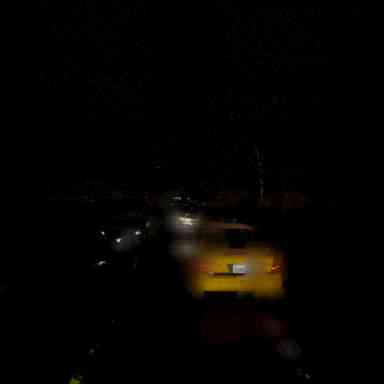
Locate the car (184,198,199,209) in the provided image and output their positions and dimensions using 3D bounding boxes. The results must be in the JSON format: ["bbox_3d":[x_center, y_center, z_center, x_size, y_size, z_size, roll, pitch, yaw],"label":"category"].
[{"bbox_3d":[-0.073,1.554,46.331,1.994,1.385,4.181,0,0,1],"label":"car"}]

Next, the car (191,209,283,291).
[{"bbox_3d":[0.944,1.453,8.944,1.801,1.575,5.366,0,0,0],"label":"car"}]

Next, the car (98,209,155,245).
[{"bbox_3d":[-2.884,1.544,15.859,2.033,1.411,5.357,0,0,0],"label":"car"}]

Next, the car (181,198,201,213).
[{"bbox_3d":[-0.002,1.517,37.440,1.812,1.442,4.674,0,0,0],"label":"car"}]

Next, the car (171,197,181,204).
[{"bbox_3d":[-2.880,1.588,61.982,1.895,1.301,4.718,0,0,0],"label":"car"}]
